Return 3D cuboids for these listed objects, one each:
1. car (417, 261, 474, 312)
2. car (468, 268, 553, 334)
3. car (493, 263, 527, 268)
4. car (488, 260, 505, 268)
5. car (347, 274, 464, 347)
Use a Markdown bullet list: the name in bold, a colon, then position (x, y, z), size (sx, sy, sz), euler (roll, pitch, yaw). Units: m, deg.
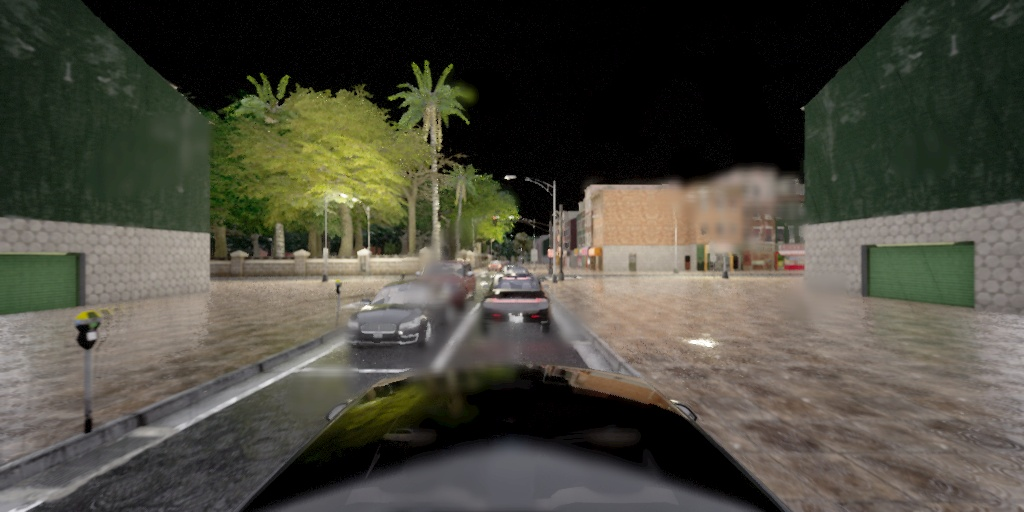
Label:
- **car**: position (-2.602, 1.113, 14.676), size (2.192, 1.841, 5.009), euler (0, 0, 0)
- **car**: position (0.120, 1.273, 10.721), size (2.128, 1.511, 4.902), euler (0, 0, 0)
- **car**: position (0.156, 1.314, 20.110), size (2.128, 1.511, 4.902), euler (0, 0, -2)
- **car**: position (-2.488, 1.469, 52.822), size (1.967, 1.591, 4.097), euler (0, 0, 0)
- **car**: position (-2.619, 1.327, 9.213), size (2.007, 1.370, 4.403), euler (0, 0, 0)
